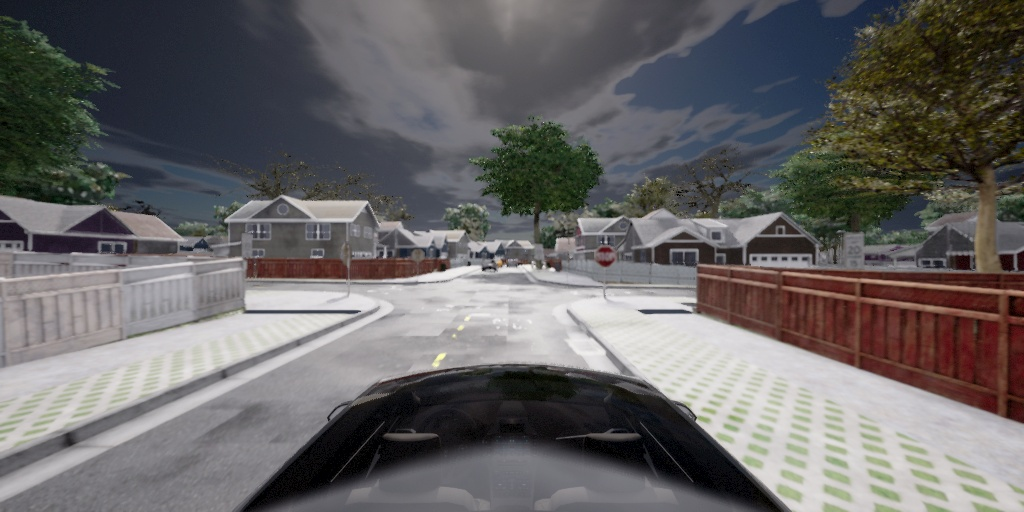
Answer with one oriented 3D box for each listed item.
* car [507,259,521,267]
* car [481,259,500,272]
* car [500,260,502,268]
[{"bbox_3d":[0.020,1.222,63.429,2.128,1.511,4.902,0,0,1],"label":"car"},{"bbox_3d":[-2.821,1.178,45.382,1.837,1.490,4.892,0,0,0],"label":"car"},{"bbox_3d":[-2.727,1.203,62.110,1.882,1.535,5.008,0,0,1],"label":"car"}]
